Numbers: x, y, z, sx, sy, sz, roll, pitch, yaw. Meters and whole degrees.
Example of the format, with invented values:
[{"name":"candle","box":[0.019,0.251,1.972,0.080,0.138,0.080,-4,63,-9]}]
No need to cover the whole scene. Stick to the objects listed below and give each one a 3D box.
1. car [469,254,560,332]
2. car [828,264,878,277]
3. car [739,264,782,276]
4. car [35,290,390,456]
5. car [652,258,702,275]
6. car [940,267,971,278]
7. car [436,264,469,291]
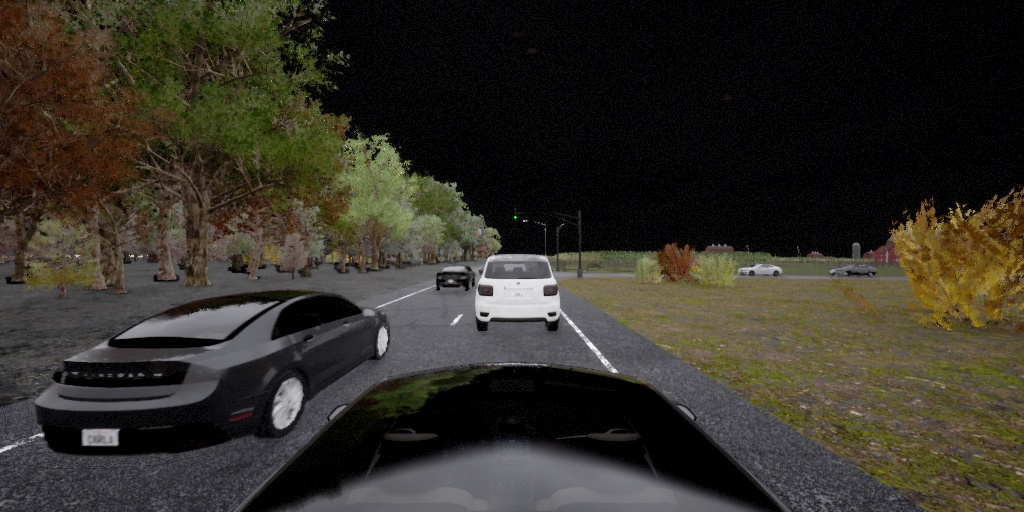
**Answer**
[{"name":"car","box":[0.124,0.975,11.042,2.150,2.045,5.566,0,0,-1]},{"name":"car","box":[40.505,1.741,42.701,4.902,1.511,2.128,1,-1,0]},{"name":"car","box":[29.596,1.656,42.787,4.674,1.442,1.812,1,-1,0]},{"name":"car","box":[-3.392,1.256,5.386,1.837,1.490,4.892,0,0,0]},{"name":"car","box":[19.631,1.243,42.850,5.566,2.045,2.150,1,-1,0]},{"name":"car","box":[49.000,1.846,39.061,4.181,1.385,1.994,1,-1,0]},{"name":"car","box":[-3.362,1.233,22.141,1.882,1.535,5.008,0,0,0]}]
